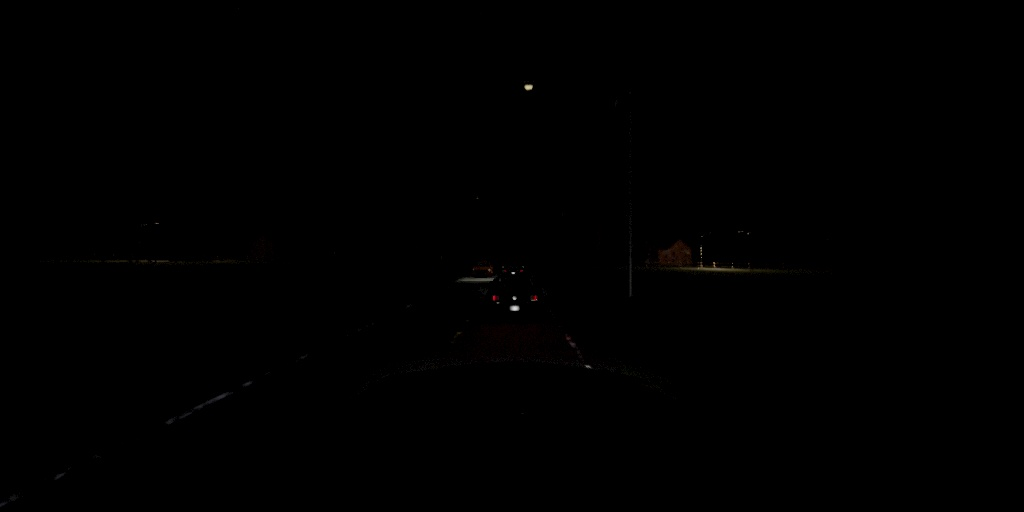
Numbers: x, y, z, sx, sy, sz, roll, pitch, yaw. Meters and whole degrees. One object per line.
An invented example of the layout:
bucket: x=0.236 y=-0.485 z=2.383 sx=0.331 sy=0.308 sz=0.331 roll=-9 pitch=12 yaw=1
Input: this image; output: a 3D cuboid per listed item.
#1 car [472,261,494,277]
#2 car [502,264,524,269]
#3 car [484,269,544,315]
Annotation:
car: x=-2.835 y=1.257 z=35.397 sx=1.882 sy=1.535 sz=5.008 roll=0 pitch=0 yaw=0
car: x=0.103 y=1.336 z=30.691 sx=1.994 sy=1.385 sz=4.181 roll=0 pitch=0 yaw=0
car: x=0.097 y=1.356 z=13.509 sx=1.895 sy=1.301 sz=4.718 roll=0 pitch=0 yaw=0
